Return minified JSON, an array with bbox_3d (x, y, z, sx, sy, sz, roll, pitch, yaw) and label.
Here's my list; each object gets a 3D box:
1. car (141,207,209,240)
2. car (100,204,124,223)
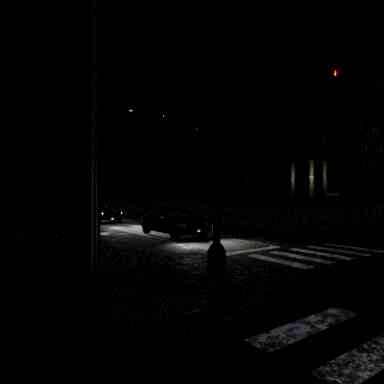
[{"bbox_3d":[-1.044,1.530,17.353,1.812,1.442,4.674,0,0,-36],"label":"car"},{"bbox_3d":[-6.970,1.608,25.563,1.895,1.301,4.718,0,0,-36],"label":"car"}]
